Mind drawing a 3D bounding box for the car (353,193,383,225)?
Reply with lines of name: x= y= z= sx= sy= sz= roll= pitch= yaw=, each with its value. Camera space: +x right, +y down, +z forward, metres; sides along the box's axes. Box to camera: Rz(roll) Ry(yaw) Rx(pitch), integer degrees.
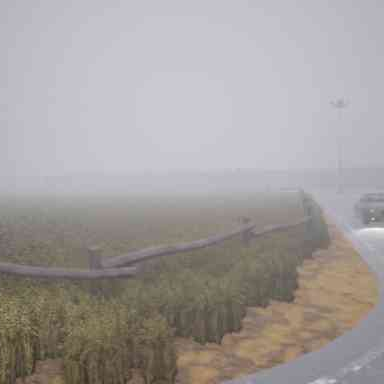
car: x=9.046 y=0.751 z=15.970 sx=1.994 sy=1.385 sz=4.181 roll=-1 pitch=2 yaw=18
